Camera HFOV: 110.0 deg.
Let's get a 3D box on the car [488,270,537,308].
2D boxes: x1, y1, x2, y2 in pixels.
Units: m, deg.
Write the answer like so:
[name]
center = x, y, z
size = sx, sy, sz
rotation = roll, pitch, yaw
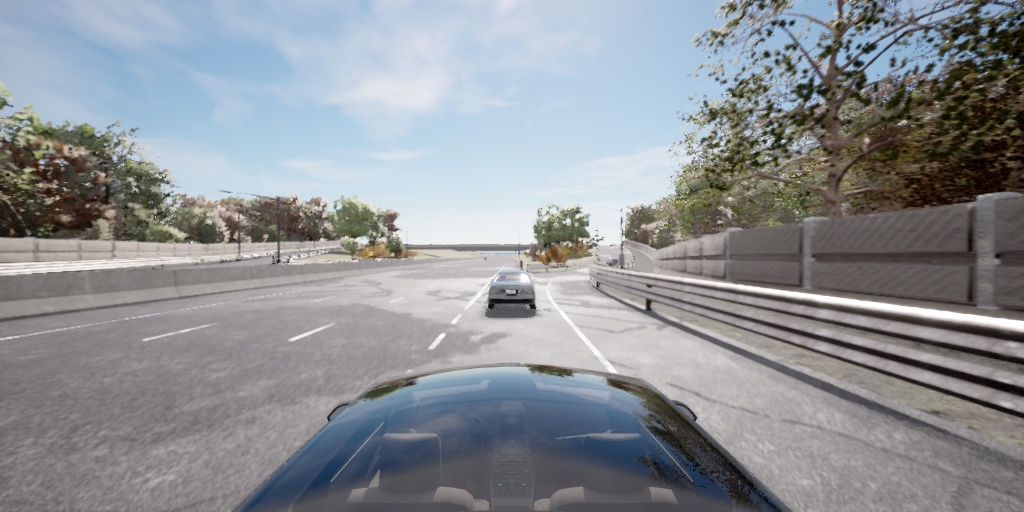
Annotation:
[car]
center = 0.054, 1.302, 15.070
size = 2.033, 1.411, 5.357
rotation = 0, 0, 2
